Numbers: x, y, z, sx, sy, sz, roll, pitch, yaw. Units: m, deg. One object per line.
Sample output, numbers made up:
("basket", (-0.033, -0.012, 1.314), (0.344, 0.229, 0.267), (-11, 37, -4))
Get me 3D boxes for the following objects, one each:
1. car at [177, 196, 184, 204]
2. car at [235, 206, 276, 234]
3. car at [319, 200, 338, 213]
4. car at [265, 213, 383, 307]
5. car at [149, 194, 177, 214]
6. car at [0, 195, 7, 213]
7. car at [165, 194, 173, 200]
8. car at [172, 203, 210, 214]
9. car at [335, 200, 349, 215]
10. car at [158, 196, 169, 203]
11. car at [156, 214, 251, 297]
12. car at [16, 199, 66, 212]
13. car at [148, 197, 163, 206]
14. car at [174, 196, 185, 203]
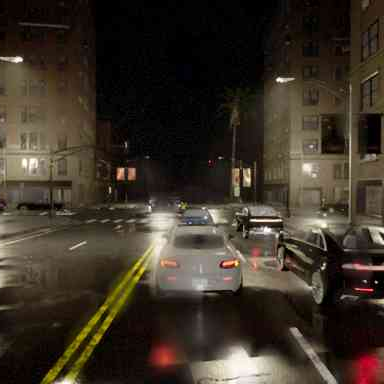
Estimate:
("car", (-2.888, 1.536, 59.983), (2.033, 1.411, 5.357), (0, 0, 1))
("car", (3.376, 1.488, 17.246), (2.128, 1.511, 4.902), (0, 0, 0))
("car", (17.009, 1.591, 37.572), (5.008, 1.535, 1.882), (0, 1, 1))
("car", (3.386, 1.490, 7.938), (2.128, 1.511, 4.902), (0, 0, 1))
("car", (-3.081, 1.324, 35.433), (2.097, 1.767, 4.553), (0, 1, 0))
("car", (-20.695, 1.344, 32.004), (5.008, 1.535, 1.882), (0, 1, -8))
("car", (-5.873, 1.342, 85.314), (1.812, 1.442, 4.674), (0, 0, 0))
("car", (0.230, 1.543, 17.936), (2.033, 1.411, 5.357), (0, 0, 0))
("car", (16.445, 1.761, 31.628), (4.313, 1.339, 1.947), (0, 0, 1))
("car", (-5.983, 1.521, 70.387), (2.033, 1.411, 5.357), (0, 0, 0))
("car", (0.161, 1.524, 8.481), (1.812, 1.442, 4.674), (0, 0, 0))
("car", (-16.136, 1.462, 35.728), (4.718, 1.301, 1.895), (0, 1, -9))
("car", (-6.168, 1.590, 56.917), (1.895, 1.301, 4.718), (0, 0, 1))
("car", (-2.722, 1.519, 72.077), (2.033, 1.411, 5.357), (0, 0, 0))
